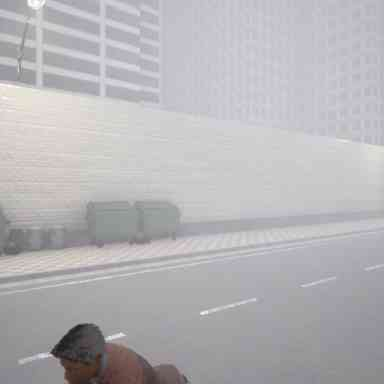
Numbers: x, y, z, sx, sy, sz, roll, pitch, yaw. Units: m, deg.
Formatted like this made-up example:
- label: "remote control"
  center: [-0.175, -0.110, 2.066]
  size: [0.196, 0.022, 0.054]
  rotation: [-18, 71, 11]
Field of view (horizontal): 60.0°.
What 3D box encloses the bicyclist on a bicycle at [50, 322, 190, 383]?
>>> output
- label: "bicyclist on a bicycle"
  center: [-0.400, 1.454, 1.712]
  size: [0.582, 1.620, 1.656]
  rotation: [0, 2, 42]
